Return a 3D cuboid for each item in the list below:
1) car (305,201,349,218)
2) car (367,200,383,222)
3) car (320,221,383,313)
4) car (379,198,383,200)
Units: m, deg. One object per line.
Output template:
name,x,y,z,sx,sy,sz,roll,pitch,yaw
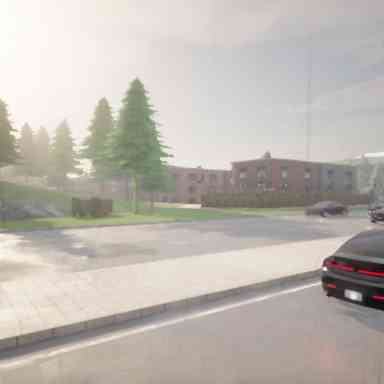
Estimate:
car,12.762,1.586,31.441,5.008,1.535,1.882,0,0,-35
car,15.107,1.578,24.538,5.008,1.535,1.882,1,0,-35
car,4.740,1.535,7.120,4.892,1.490,1.837,0,0,-36
car,18.153,1.342,30.939,4.892,1.490,1.837,0,0,-35
